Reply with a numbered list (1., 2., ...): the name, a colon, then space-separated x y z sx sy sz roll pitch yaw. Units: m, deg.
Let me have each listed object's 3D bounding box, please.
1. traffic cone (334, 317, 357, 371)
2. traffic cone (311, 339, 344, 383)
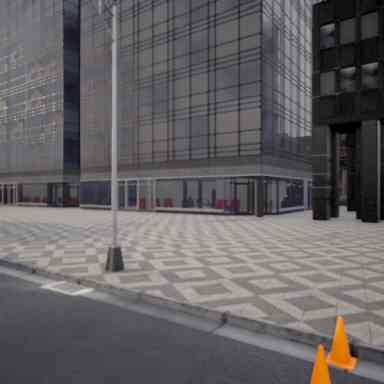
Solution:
1. traffic cone: 1.968 1.955 4.409 0.340 0.580 0.340 0 0 35
2. traffic cone: 1.391 1.955 3.591 0.340 0.580 0.340 0 0 35
